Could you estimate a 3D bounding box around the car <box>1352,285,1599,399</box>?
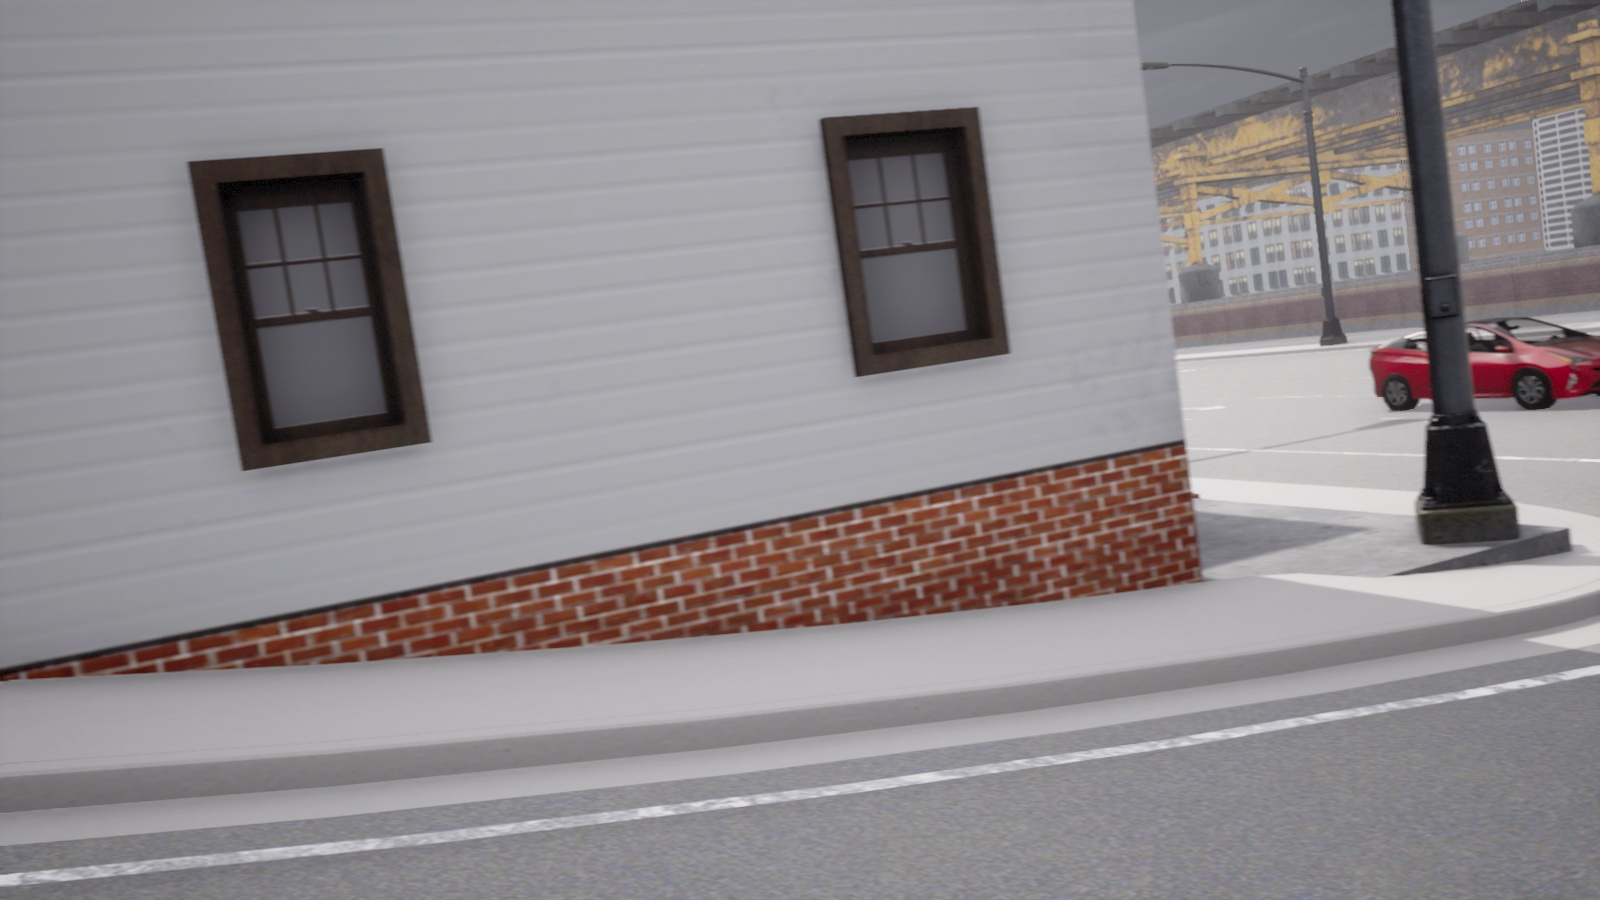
[{"bbox_3d":[12.328,-1.881,22.159,2.007,1.525,4.514,-11,5,-20],"label":"car"}]
